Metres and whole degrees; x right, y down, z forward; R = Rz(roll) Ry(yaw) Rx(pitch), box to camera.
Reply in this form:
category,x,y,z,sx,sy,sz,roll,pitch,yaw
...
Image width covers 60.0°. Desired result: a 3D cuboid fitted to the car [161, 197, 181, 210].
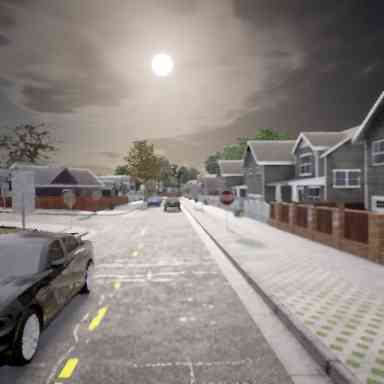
category,x,y,z,sx,sy,sz,roll,pitch,yaw
car,-2.570,1.380,43.496,2.097,1.767,4.553,-1,0,-3

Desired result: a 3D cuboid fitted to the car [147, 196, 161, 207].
category,x,y,z,sx,sy,sz,roll,pitch,yaw
car,-6.039,1.556,52.607,1.882,1.535,5.008,-1,0,-3

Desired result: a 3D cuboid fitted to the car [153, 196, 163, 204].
category,x,y,z,sx,sy,sz,roll,pitch,yaw
car,-6.947,1.601,68.084,1.882,1.535,5.008,-1,0,-3

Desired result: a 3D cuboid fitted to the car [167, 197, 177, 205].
category,x,y,z,sx,sy,sz,roll,pitch,yaw
car,-3.672,1.599,61.357,1.812,1.442,4.674,-1,0,-3

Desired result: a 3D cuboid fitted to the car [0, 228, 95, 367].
category,x,y,z,sx,sy,sz,roll,pitch,yaw
car,-3.142,1.505,5.981,1.882,1.535,5.008,-1,0,-3
